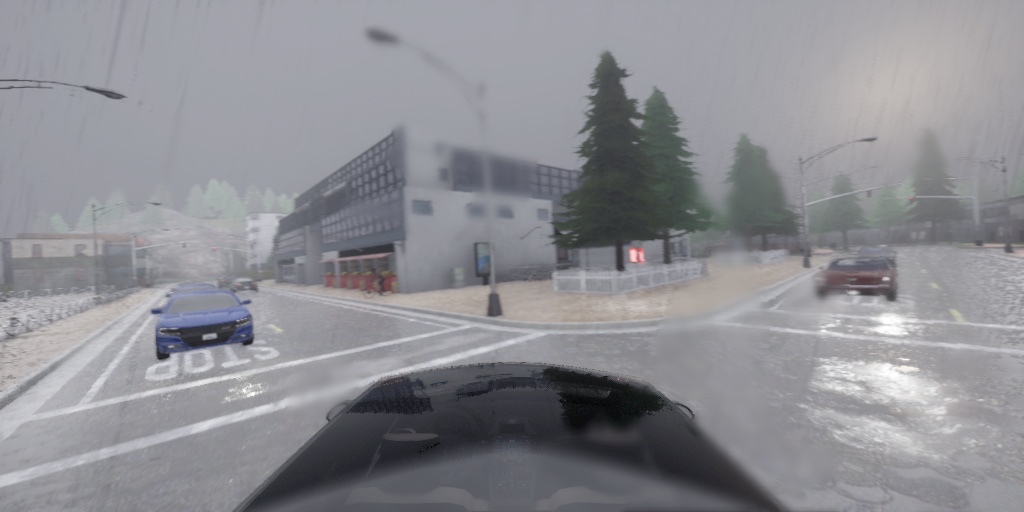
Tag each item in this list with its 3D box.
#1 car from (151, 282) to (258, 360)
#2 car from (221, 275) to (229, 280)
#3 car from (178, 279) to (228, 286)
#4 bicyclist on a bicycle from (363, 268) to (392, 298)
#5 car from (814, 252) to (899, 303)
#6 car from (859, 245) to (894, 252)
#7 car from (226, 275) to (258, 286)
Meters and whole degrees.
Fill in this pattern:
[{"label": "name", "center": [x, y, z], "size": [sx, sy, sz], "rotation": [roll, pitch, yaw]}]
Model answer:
[{"label": "car", "center": [-8.834, 1.728, 10.308], "size": [1.882, 1.535, 5.008], "rotation": [-3, 0, -42]}, {"label": "car", "center": [-34.946, 3.127, 44.367], "size": [2.097, 1.767, 4.553], "rotation": [-3, 0, -42]}, {"label": "car", "center": [-15.200, 2.097, 17.282], "size": [1.882, 1.535, 5.008], "rotation": [-3, 0, -42]}, {"label": "bicyclist on a bicycle", "center": [-7.477, 1.491, 19.899], "size": [1.656, 1.620, 0.582], "rotation": [-4, 0, -42]}, {"label": "car", "center": [11.830, 0.710, 12.265], "size": [4.718, 1.301, 1.895], "rotation": [-3, 0, -43]}, {"label": "car", "center": [23.163, 0.039, 22.817], "size": [5.357, 1.411, 2.033], "rotation": [-3, 0, -43]}, {"label": "car", "center": [-25.421, 2.748, 33.955], "size": [1.812, 1.442, 4.674], "rotation": [-3, 0, -42]}]
